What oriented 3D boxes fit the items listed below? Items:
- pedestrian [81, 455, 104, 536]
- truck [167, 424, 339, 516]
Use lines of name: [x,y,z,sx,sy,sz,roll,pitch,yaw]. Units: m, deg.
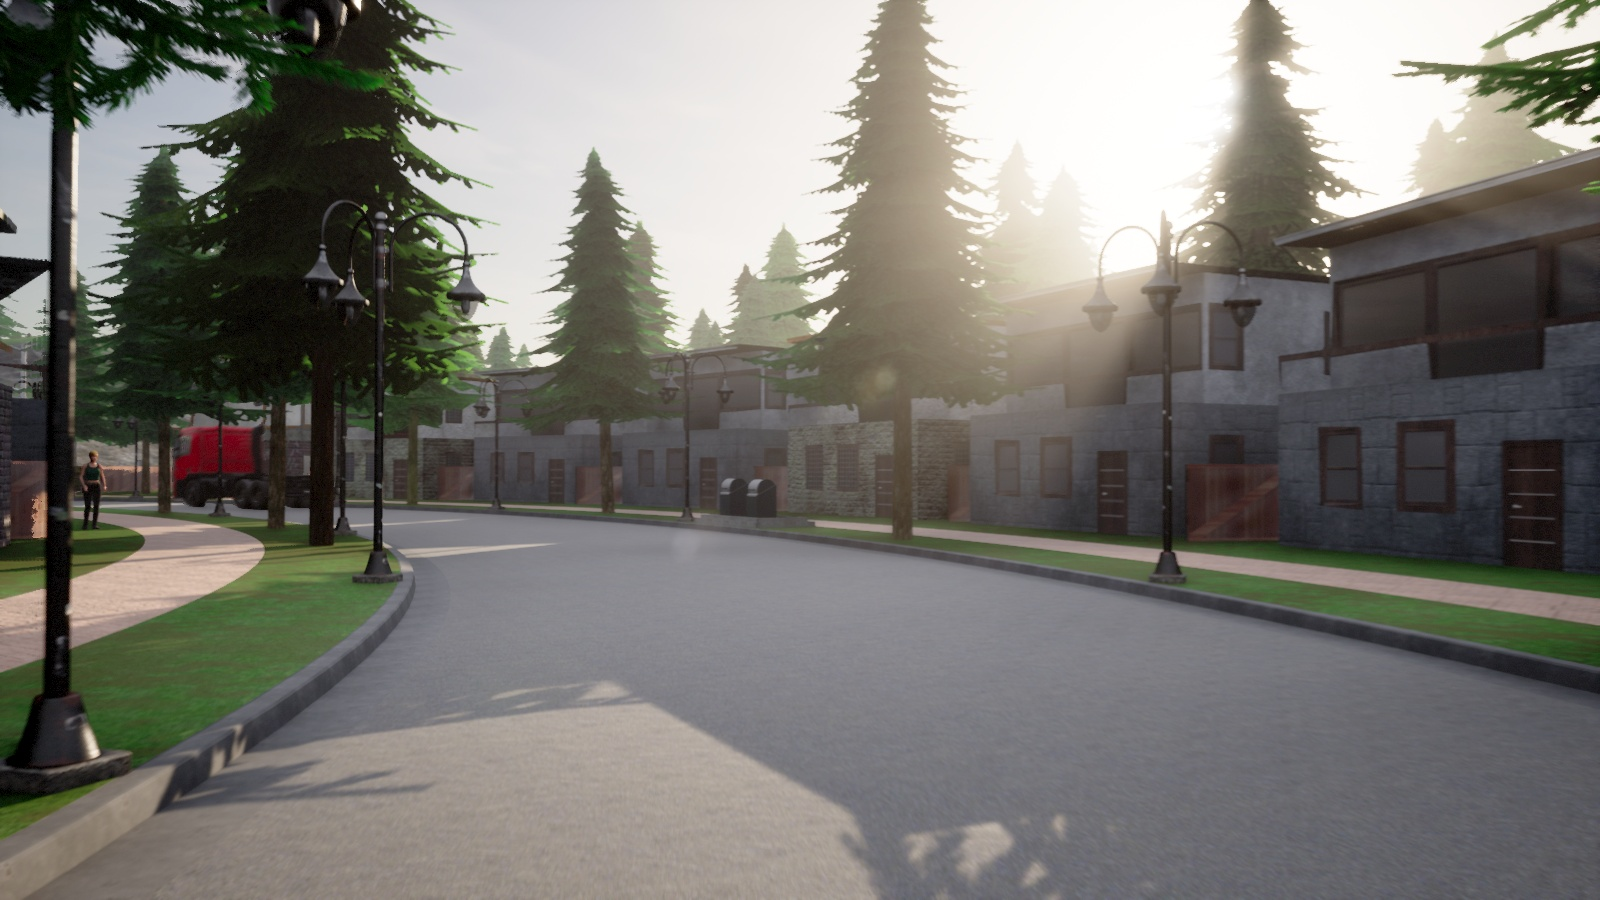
pedestrian: [-16.243,1.028,28.823,0.345,1.836,0.594,1,-1,-40]
truck: [-22.207,0.842,50.830,7.936,3.462,2.891,-1,-2,37]
